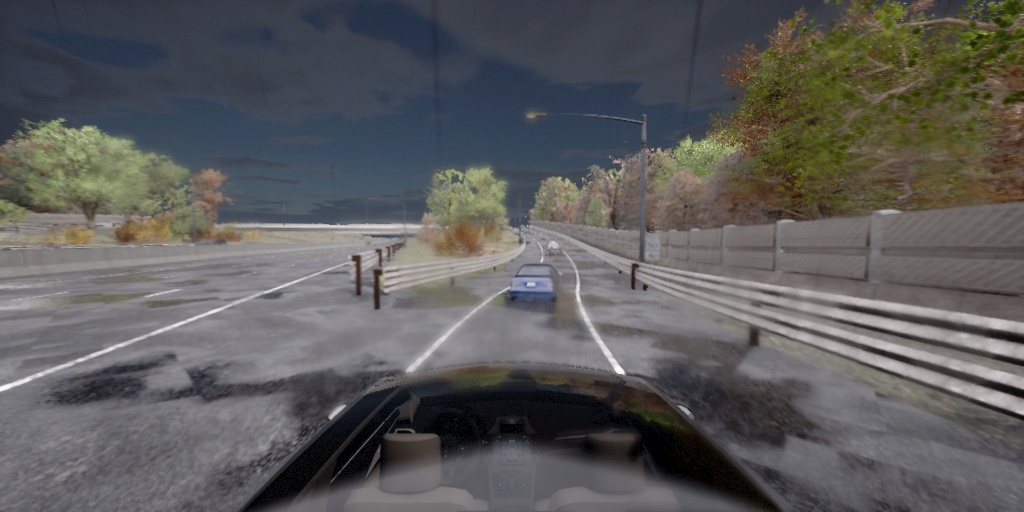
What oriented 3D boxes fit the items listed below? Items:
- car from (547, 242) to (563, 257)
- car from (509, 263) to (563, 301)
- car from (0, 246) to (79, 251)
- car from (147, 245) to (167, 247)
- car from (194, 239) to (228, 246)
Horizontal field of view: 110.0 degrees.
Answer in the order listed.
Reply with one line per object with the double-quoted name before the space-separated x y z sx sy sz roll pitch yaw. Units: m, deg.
"car" 6.001 -0.720 49.638 2.128 1.511 4.902 0 5 4
"car" 1.117 1.022 15.357 2.033 1.411 5.357 1 1 10
"car" -32.521 0.051 25.248 2.128 1.511 4.902 -1 2 -16
"car" -40.576 -0.536 40.794 1.994 1.385 4.181 -1 3 -15
"car" -38.301 -1.090 45.654 2.150 2.045 5.566 -1 2 -16
